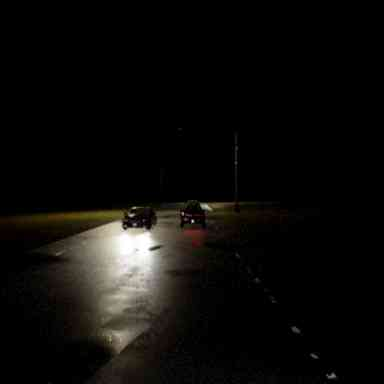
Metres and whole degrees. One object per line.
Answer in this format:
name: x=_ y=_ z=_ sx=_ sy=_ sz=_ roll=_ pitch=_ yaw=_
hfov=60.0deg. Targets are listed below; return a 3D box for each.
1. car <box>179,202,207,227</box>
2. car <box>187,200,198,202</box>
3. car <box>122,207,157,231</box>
car: x=0.067 y=1.836 z=25.994 sx=1.837 sy=1.490 sz=4.892 roll=0 pitch=0 yaw=0
car: x=0.077 y=1.809 z=42.689 sx=2.097 sy=1.767 sz=4.553 roll=0 pitch=-1 yaw=0
car: x=-3.582 y=1.799 z=23.286 sx=2.128 sy=1.511 sz=4.902 roll=0 pitch=-1 yaw=0
